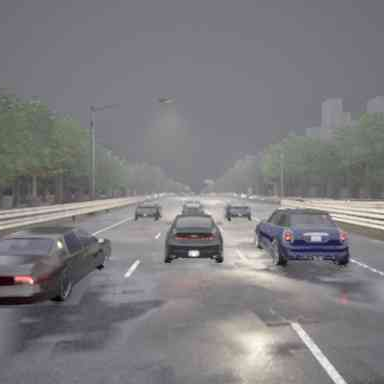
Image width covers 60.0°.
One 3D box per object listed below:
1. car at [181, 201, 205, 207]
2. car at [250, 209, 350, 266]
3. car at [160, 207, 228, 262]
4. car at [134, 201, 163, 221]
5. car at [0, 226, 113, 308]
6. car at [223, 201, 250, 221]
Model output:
[{"bbox_3d":[0.078,1.505,27.952,1.812,1.442,4.674,0,0,0],"label":"car"},{"bbox_3d":[3.570,1.355,11.644,2.097,1.767,4.553,0,0,0],"label":"car"},{"bbox_3d":[0.073,1.511,12.051,1.837,1.490,4.892,0,0,0],"label":"car"},{"bbox_3d":[-3.425,1.476,26.938,2.128,1.511,4.902,0,0,0],"label":"car"},{"bbox_3d":[-3.456,1.551,8.174,2.033,1.411,5.357,0,0,0],"label":"car"},{"bbox_3d":[3.575,1.476,26.892,2.128,1.511,4.902,0,0,0],"label":"car"}]
